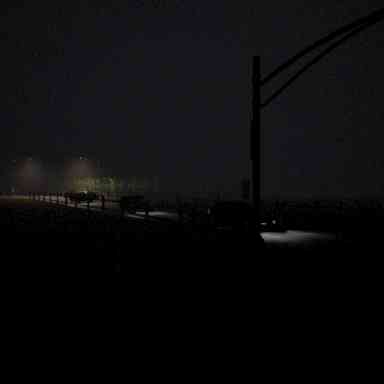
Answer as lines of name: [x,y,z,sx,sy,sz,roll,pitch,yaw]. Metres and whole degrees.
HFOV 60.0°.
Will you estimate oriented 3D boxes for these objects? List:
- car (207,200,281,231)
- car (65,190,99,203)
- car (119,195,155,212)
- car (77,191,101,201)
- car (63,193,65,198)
car: [2.837,1.255,19.081,1.837,1.490,4.892,0,1,-35]
car: [-14.750,0.741,44.383,2.033,1.411,5.357,0,1,-36]
car: [-5.186,1.020,30.620,1.812,1.442,4.674,0,1,-35]
car: [-16.662,0.602,53.592,2.033,1.411,5.357,0,1,-35]
car: [-22.528,0.355,62.022,1.882,1.535,5.008,0,1,-35]
